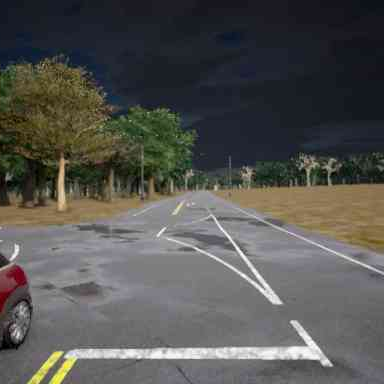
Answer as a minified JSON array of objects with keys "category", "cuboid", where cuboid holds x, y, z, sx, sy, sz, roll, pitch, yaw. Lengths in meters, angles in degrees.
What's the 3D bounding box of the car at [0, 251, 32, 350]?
[{"category":"car","cuboid":[-3.494,1.358,3.173,2.097,1.767,4.553,0,0,0]}]
